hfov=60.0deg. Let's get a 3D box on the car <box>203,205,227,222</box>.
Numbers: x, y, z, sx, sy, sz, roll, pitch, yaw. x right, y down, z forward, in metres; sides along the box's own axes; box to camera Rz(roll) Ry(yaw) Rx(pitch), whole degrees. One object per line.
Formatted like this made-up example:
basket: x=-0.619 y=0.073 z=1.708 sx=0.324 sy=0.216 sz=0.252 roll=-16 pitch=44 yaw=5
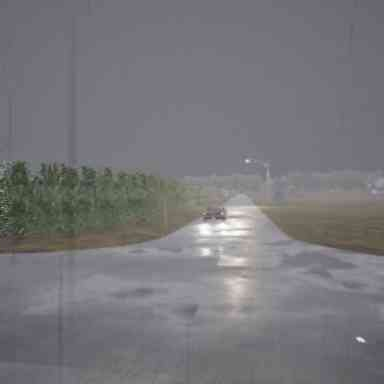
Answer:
car: x=2.053 y=1.838 z=28.965 sx=1.895 sy=1.301 sz=4.718 roll=-1 pitch=0 yaw=9
